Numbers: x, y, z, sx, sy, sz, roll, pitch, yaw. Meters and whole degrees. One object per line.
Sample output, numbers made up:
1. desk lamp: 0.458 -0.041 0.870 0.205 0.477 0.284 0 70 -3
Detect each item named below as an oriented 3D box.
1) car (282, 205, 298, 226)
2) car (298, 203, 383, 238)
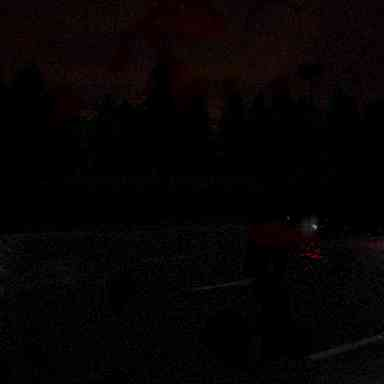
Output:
1. car: 8.092 1.445 21.379 5.008 1.535 1.882 0 0 -27
2. car: 8.208 1.478 17.515 4.892 1.490 1.837 0 0 -27
